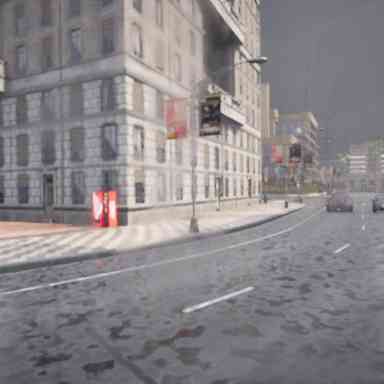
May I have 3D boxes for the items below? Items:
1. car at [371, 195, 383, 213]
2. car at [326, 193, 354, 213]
[{"bbox_3d":[16.543,0.984,28.533,2.128,1.511,4.902,-1,1,27],"label":"car"},{"bbox_3d":[13.414,0.874,30.104,2.097,1.767,4.553,-1,1,27],"label":"car"}]
